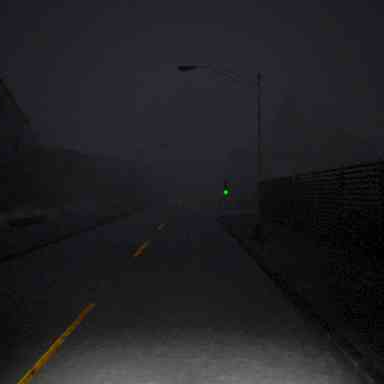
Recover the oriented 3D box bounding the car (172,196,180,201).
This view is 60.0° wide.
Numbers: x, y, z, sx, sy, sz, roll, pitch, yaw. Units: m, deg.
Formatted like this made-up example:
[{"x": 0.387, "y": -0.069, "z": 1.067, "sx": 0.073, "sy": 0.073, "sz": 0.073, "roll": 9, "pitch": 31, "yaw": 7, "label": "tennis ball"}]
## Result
[{"x": -4.000, "y": 1.690, "z": 83.865, "sx": 1.882, "sy": 1.535, "sz": 5.008, "roll": 0, "pitch": 0, "yaw": 0, "label": "car"}]
